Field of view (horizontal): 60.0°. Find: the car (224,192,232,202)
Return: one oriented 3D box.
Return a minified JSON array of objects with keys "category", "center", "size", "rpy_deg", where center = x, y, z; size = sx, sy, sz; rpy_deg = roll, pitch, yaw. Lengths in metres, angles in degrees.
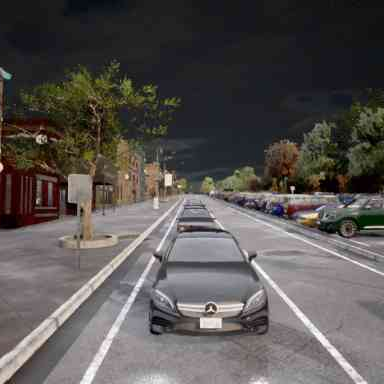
[{"category":"car","center":[8.956,1.280,61.924],"size":[4.674,1.452,2.002],"rpy_deg":[0,1,0]}]

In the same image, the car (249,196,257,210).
[{"category":"car","center":[9.168,1.470,36.689],"size":[4.792,1.488,2.163],"rpy_deg":[0,0,0]}]

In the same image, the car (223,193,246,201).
[{"category":"car","center":[8.868,1.039,70.332],"size":[4.553,1.767,2.185],"rpy_deg":[0,1,0]}]

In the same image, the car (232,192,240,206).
[{"category":"car","center":[9.031,1.113,47.905],"size":[5.566,2.045,2.435],"rpy_deg":[0,1,0]}]

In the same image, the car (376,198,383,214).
[{"category":"car","center":[22.418,1.444,34.684],"size":[5.366,1.575,1.946],"rpy_deg":[0,0,0]}]

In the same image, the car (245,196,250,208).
[{"category":"car","center":[9.116,1.466,39.496],"size":[4.674,1.452,2.002],"rpy_deg":[0,0,0]}]

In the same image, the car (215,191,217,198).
[{"category":"car","center":[8.814,1.065,81.545],"size":[5.008,1.535,2.097],"rpy_deg":[0,1,0]}]

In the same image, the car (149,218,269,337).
[{"category":"car","center":[0.252,1.524,6.857],"size":[1.812,1.442,4.674],"rpy_deg":[0,0,0]}]

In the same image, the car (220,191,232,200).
[{"category":"car","center":[8.910,0.963,64.725],"size":[5.566,2.045,2.435],"rpy_deg":[0,1,0]}]

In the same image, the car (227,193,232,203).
[{"category":"car","center":[8.993,1.290,56.318],"size":[4.892,1.521,2.231],"rpy_deg":[0,1,0]}]

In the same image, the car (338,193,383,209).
[{"category":"car","center":[22.145,1.153,43.011],"size":[5.566,2.045,2.435],"rpy_deg":[0,0,0]}]

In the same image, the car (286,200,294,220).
[{"category":"car","center":[9.242,1.506,22.670],"size":[4.674,1.452,2.002],"rpy_deg":[0,0,0]}]

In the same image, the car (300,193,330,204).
[{"category":"car","center":[22.086,1.136,59.668],"size":[4.553,1.767,2.185],"rpy_deg":[0,1,0]}]

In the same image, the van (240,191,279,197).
[{"category":"van","center":[9.196,1.163,45.106],"size":[4.442,1.987,1.878],"rpy_deg":[0,0,0]}]

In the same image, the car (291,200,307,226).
[{"category":"car","center":[9.074,1.466,19.866],"size":[5.366,1.575,1.946],"rpy_deg":[0,0,0]}]

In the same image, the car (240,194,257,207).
[{"category":"car","center":[9.105,1.409,42.299],"size":[4.892,1.521,2.231],"rpy_deg":[0,0,0]}]

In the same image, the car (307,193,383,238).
[{"category":"car","center":[9.251,1.221,17.063],"size":[5.566,2.045,2.435],"rpy_deg":[0,0,0]}]

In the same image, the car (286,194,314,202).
[{"category":"car","center":[22.001,1.188,67.995],"size":[4.892,1.521,2.231],"rpy_deg":[0,1,0]}]

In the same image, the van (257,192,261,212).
[{"category":"van","center":[9.276,1.222,33.886],"size":[4.442,1.987,1.878],"rpy_deg":[0,0,0]}]

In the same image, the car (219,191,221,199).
[{"category":"car","center":[8.891,0.938,67.528],"size":[5.566,2.045,2.435],"rpy_deg":[0,1,0]}]

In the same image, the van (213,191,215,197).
[{"category":"van","center":[8.642,0.764,89.952],"size":[4.442,1.987,1.878],"rpy_deg":[0,1,0]}]

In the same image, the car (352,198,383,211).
[{"category":"car","center":[22.222,1.452,40.238],"size":[4.792,1.488,2.163],"rpy_deg":[0,0,0]}]

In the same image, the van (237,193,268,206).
[{"category":"van","center":[9.156,1.114,50.710],"size":[4.442,1.987,1.878],"rpy_deg":[0,1,0]}]

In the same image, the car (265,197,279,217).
[{"category":"car","center":[9.194,1.460,28.276],"size":[5.008,1.535,2.097],"rpy_deg":[0,0,0]}]

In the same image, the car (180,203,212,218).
[{"category":"car","center":[0.192,1.532,17.436],"size":[2.033,1.411,5.357],"rpy_deg":[0,0,0]}]

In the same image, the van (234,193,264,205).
[{"category":"van","center":[9.136,1.089,53.513],"size":[4.442,1.987,1.878],"rpy_deg":[0,1,0]}]

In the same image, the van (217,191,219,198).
[{"category":"van","center":[8.722,0.864,78.740],"size":[4.442,1.987,1.878],"rpy_deg":[0,1,0]}]

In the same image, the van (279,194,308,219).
[{"category":"van","center":[9.336,1.237,25.474],"size":[4.442,1.987,1.878],"rpy_deg":[0,0,0]}]

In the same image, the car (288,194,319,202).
[{"category":"car","center":[21.830,1.209,65.217],"size":[5.366,1.575,1.946],"rpy_deg":[0,0,0]}]

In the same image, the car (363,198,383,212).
[{"category":"car","center":[22.184,1.469,37.455],"size":[4.792,1.488,2.163],"rpy_deg":[0,0,0]}]

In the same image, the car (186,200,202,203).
[{"category":"car","center":[0.218,1.442,29.884],"size":[2.128,1.511,4.902],"rpy_deg":[0,0,0]}]

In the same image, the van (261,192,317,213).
[{"category":"van","center":[9.062,1.230,31.082],"size":[4.442,1.987,1.878],"rpy_deg":[0,0,0]}]

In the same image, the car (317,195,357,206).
[{"category":"car","center":[22.301,1.332,51.341],"size":[5.366,1.575,1.946],"rpy_deg":[0,1,0]}]
